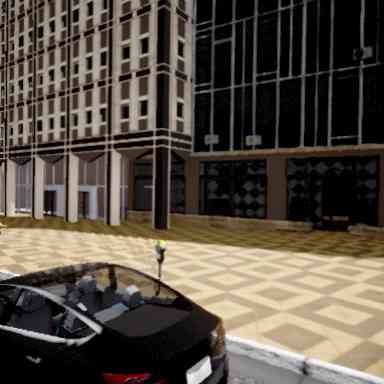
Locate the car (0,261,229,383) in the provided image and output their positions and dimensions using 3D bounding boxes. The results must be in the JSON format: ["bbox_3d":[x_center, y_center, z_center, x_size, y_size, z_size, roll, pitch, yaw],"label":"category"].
[{"bbox_3d":[-1.633,1.554,4.023,4.313,1.339,1.947,0,1,35],"label":"car"}]
